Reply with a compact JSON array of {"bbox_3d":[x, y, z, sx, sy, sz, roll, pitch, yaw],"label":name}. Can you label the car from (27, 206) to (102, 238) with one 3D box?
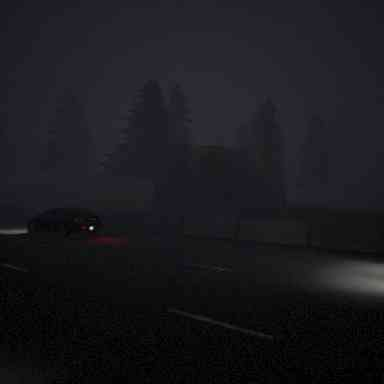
[{"bbox_3d":[-6.868,1.517,17.692,4.892,1.490,1.837,0,0,36],"label":"car"}]
